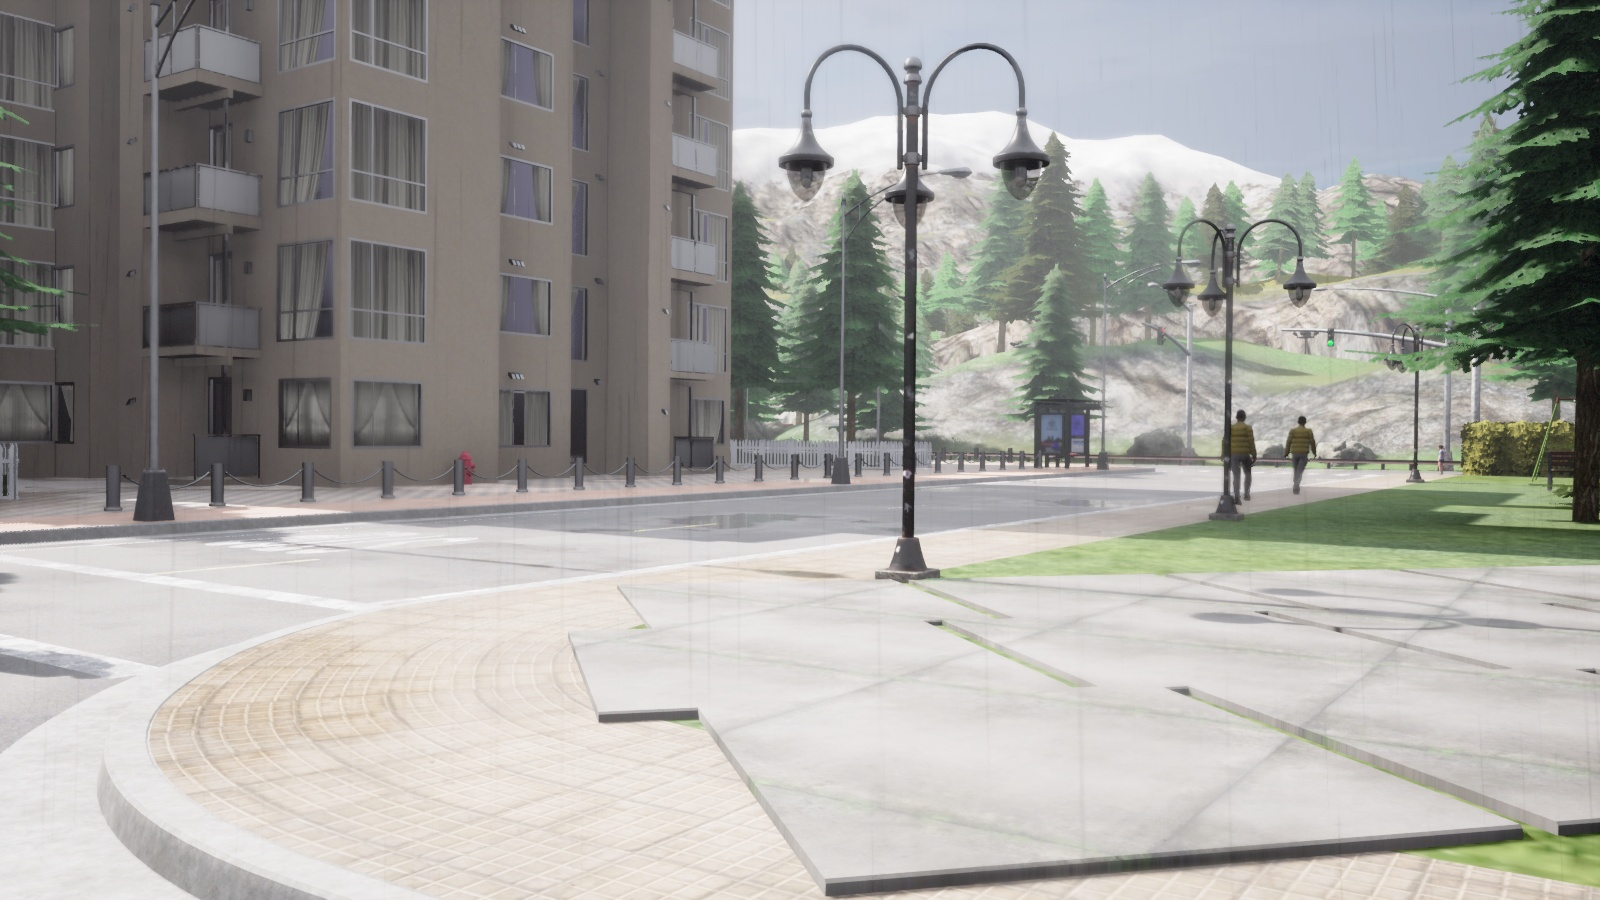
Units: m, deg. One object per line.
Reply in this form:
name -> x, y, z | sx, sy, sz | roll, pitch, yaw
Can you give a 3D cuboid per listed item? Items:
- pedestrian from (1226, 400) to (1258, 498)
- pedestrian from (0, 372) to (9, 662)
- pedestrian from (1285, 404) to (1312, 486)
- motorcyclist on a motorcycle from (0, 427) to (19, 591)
pedestrian -> 8.456, -0.028, 24.031 | 0.431, 1.840, 0.709 | 0, 1, 32
pedestrian -> -5.692, 0.448, 8.425 | 0.666, 1.930, 0.402 | 0, 1, 36
pedestrian -> 11.346, -0.116, 28.566 | 0.431, 1.840, 0.709 | 0, 1, 34
motorcyclist on a motorcycle -> -8.443, 0.589, 11.673 | 0.866, 1.590, 1.817 | 0, 1, 24
